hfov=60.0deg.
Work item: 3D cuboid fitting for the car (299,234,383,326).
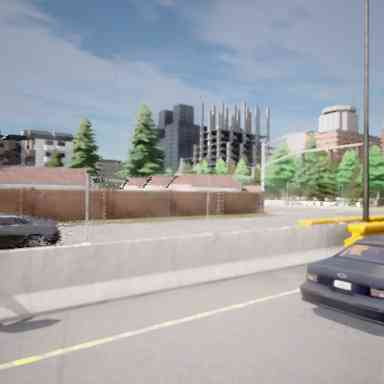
[{"bbox_3d":[4.546,1.617,6.987,5.357,1.411,2.033,1,0,-35],"label":"car"}]

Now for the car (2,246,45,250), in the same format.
[{"bbox_3d":[-7.231,1.498,11.731,4.902,1.511,2.128,1,0,-35],"label":"car"}]
